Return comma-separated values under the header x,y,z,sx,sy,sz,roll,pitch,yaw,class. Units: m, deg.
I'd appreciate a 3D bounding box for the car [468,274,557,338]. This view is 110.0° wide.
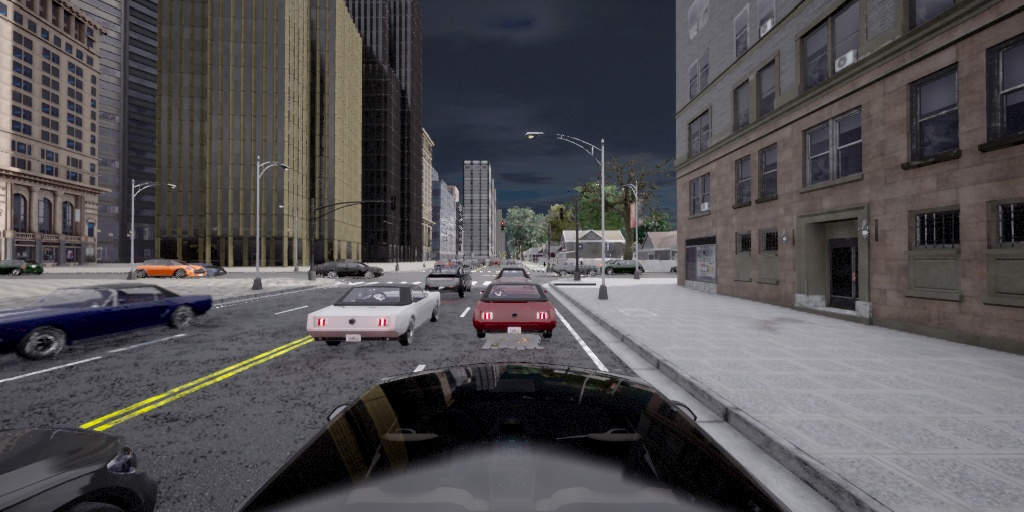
x,y,z,sx,sy,sz,roll,pitch,yaw,class
0.058,1.351,10.118,1.895,1.301,4.718,0,0,0,car

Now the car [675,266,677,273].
x,y,z,sx,sy,sz,roll,pitch,yaw,class
20.462,1.264,37.889,4.902,1.511,2.128,0,-1,0,car

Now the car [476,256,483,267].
x,y,z,sx,sy,sz,roll,pitch,yaw,class
-6.739,1.258,64.525,1.837,1.490,4.892,0,0,0,car

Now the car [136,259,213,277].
x,y,z,sx,sy,sz,roll,pitch,yaw,class
-28.923,1.059,30.560,4.553,1.767,2.097,0,-1,-4,car

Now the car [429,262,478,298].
x,y,z,sx,sy,sz,roll,pitch,yaw,class
-3.198,1.243,18.652,2.128,1.511,4.902,0,0,0,car

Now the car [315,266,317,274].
x,y,z,sx,sy,sz,roll,pitch,yaw,class
-16.207,1.244,34.444,4.892,1.490,1.837,0,-1,-2,car

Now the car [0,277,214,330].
x,y,z,sx,sy,sz,roll,pitch,yaw,class
-9.842,1.352,8.420,1.895,1.301,4.718,0,0,0,car

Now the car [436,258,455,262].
x,y,z,sx,sy,sz,roll,pitch,yaw,class
-9.987,1.105,52.560,2.097,1.767,4.553,0,0,0,car

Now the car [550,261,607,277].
x,y,z,sx,sy,sz,roll,pitch,yaw,class
6.144,1.228,34.496,4.902,1.511,2.128,0,-1,0,car

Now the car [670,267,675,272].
x,y,z,sx,sy,sz,roll,pitch,yaw,class
21.099,1.353,41.137,5.357,1.411,2.033,0,-1,0,car

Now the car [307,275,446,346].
x,y,z,sx,sy,sz,roll,pitch,yaw,class
-3.176,1.352,9.398,1.895,1.301,4.718,0,0,0,car

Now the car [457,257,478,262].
x,y,z,sx,sy,sz,roll,pitch,yaw,class
-6.738,1.258,54.386,1.837,1.490,4.892,0,0,0,car

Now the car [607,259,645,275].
x,y,z,sx,sy,sz,roll,pitch,yaw,class
11.505,1.124,37.922,4.553,1.767,2.097,0,-1,0,car

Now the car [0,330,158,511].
x,y,z,sx,sy,sz,roll,pitch,yaw,class
-3.142,1.275,0.256,1.812,1.442,4.674,0,0,0,car

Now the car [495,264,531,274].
x,y,z,sx,sy,sz,roll,pitch,yaw,class
0.049,1.316,18.875,1.994,1.385,4.181,0,0,0,car

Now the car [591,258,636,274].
x,y,z,sx,sy,sz,roll,pitch,yaw,class
11.628,1.157,41.174,4.553,1.767,2.097,0,-1,0,car

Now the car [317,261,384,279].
x,y,z,sx,sy,sz,roll,pitch,yaw,class
-13.771,1.202,31.253,5.008,1.535,1.882,1,0,-2,car

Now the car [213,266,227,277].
x,y,z,sx,sy,sz,roll,pitch,yaw,class
-29.525,1.304,33.776,4.181,1.385,1.994,0,-1,-4,car
